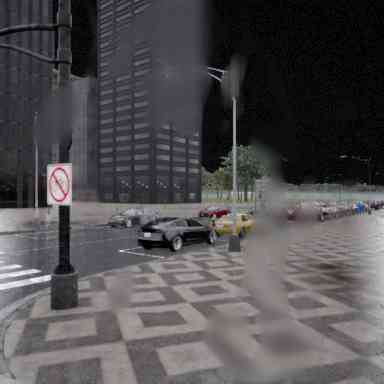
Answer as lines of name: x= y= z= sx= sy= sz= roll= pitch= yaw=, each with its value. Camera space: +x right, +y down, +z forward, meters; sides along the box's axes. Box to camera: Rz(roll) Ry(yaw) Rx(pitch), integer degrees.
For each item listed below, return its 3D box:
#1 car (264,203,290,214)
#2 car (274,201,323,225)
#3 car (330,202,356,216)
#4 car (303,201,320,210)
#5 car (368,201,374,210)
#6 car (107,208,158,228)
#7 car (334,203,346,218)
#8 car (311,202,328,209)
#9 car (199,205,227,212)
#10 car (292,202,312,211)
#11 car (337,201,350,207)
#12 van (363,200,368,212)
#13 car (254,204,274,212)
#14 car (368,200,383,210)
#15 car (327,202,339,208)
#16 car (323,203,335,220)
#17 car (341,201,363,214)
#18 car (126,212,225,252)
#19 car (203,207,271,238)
car: x=12.156 y=2.304 z=47.399 sx=2.008 sy=1.369 sz=4.403 roll=-1 pitch=-2 yaw=35
car: x=9.268 y=1.791 z=28.665 sx=2.192 sy=1.841 sz=5.009 roll=-1 pitch=-2 yaw=35
car: x=19.095 y=2.304 z=42.447 sx=1.887 sy=1.381 sz=4.507 roll=-1 pitch=-2 yaw=35
car: x=21.982 y=2.475 z=61.189 sx=1.967 sy=1.590 sz=4.097 roll=-1 pitch=-2 yaw=35
car: x=28.922 y=2.591 z=56.235 sx=2.008 sy=1.369 sz=4.403 roll=-1 pitch=-2 yaw=35
car: x=-4.219 y=1.840 z=24.421 sx=2.008 sy=1.369 sz=4.403 roll=-1 pitch=-1 yaw=35
car: x=15.823 y=2.245 z=37.856 sx=1.802 sy=1.307 sz=4.206 roll=-1 pitch=-2 yaw=36
car: x=25.258 y=2.672 z=65.783 sx=1.887 sy=1.381 sz=4.507 roll=-1 pitch=-2 yaw=35
car: x=2.331 y=2.015 z=33.613 sx=1.887 sy=1.381 sz=4.507 roll=-1 pitch=-2 yaw=35
car: x=18.707 y=2.493 z=56.591 sx=2.008 sy=1.369 sz=4.403 roll=-1 pitch=-2 yaw=35
car: x=38.360 y=3.036 z=84.166 sx=2.008 sy=1.369 sz=4.403 roll=-1 pitch=-1 yaw=35
van: x=25.646 y=2.289 z=51.644 sx=1.690 sy=1.788 sz=3.998 roll=-1 pitch=-2 yaw=35
car: x=8.881 y=2.208 z=42.804 sx=2.008 sy=1.369 sz=4.403 roll=-1 pitch=-2 yaw=35
car: x=35.473 y=2.539 z=65.433 sx=2.192 sy=1.841 sz=5.009 roll=-1 pitch=-2 yaw=35
car: x=31.809 y=2.890 z=74.974 sx=1.802 sy=1.307 sz=4.206 roll=-1 pitch=-2 yaw=35
car: x=12.544 y=2.113 z=33.255 sx=1.887 sy=1.381 sz=4.507 roll=-1 pitch=-2 yaw=35
car: x=22.370 y=2.294 z=47.046 sx=1.967 sy=1.590 sz=4.097 roll=-1 pitch=-2 yaw=35
car: x=-0.557 y=1.774 z=14.872 sx=1.947 sy=1.339 sz=4.313 roll=-1 pitch=-2 yaw=35
car: x=2.816 y=1.823 z=19.606 sx=1.752 sy=1.417 sz=4.829 roll=-1 pitch=-2 yaw=35
